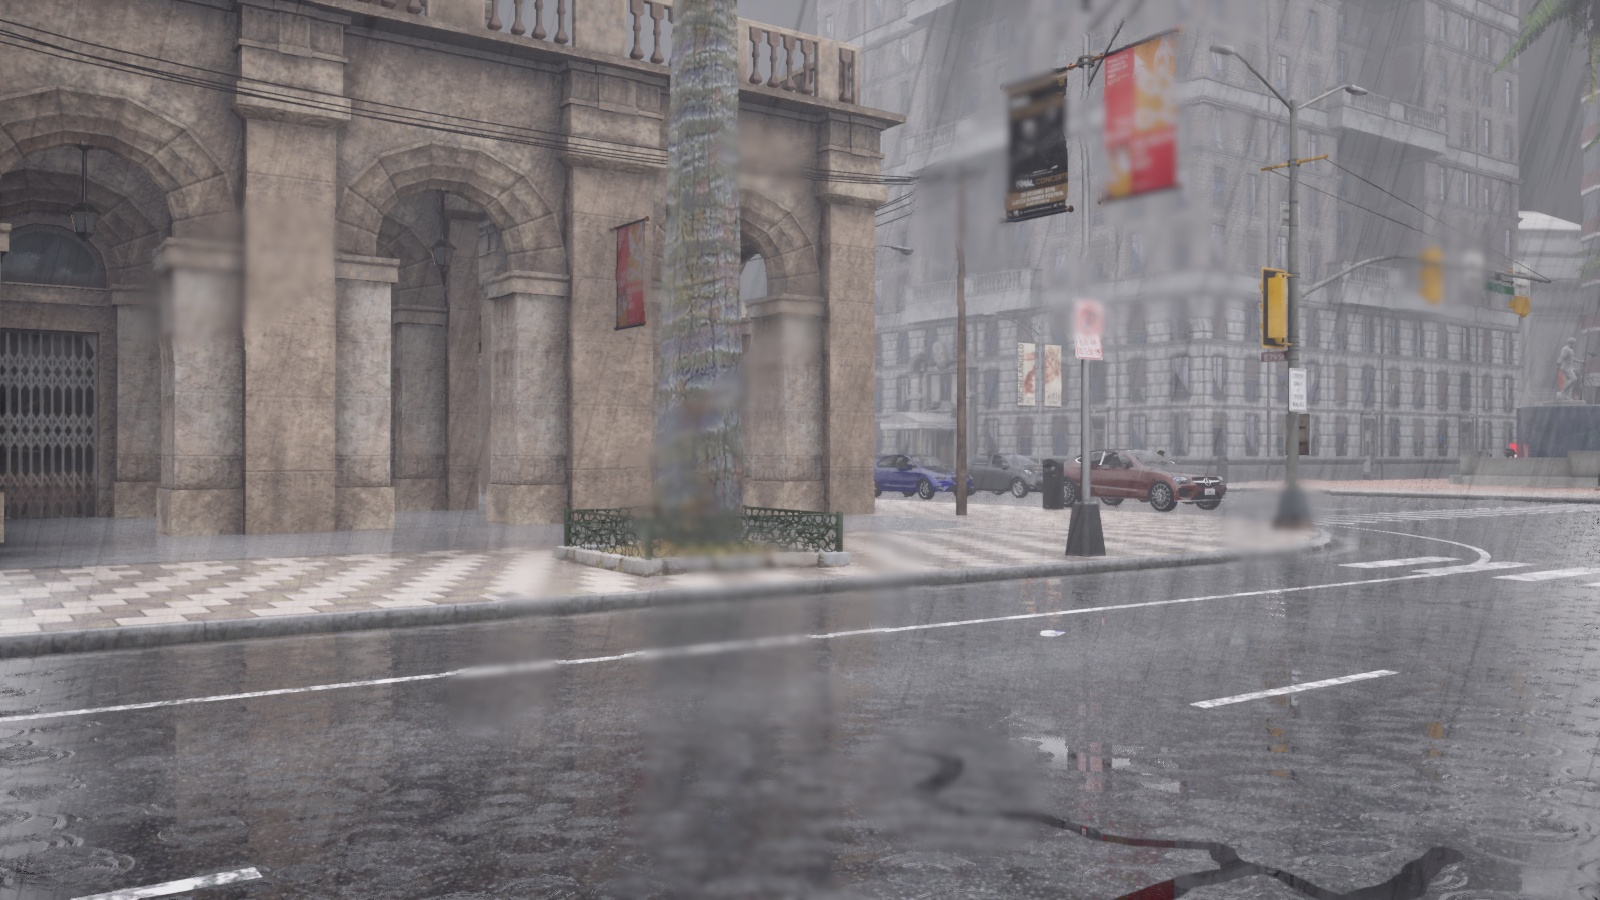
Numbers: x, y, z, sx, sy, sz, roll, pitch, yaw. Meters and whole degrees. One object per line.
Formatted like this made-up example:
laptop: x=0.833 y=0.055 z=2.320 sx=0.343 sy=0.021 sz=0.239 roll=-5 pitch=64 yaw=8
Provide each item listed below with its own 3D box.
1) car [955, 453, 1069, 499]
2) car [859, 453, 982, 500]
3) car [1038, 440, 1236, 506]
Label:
car: x=7.234 y=0.849 z=43.140 sx=1.845 sy=1.501 sz=3.633 roll=0 pitch=0 yaw=-35
car: x=3.948 y=0.852 z=41.834 sx=1.816 sy=1.474 sz=4.193 roll=0 pitch=0 yaw=-34
car: x=9.144 y=0.588 z=34.468 sx=2.152 sy=1.651 sz=5.027 roll=0 pitch=0 yaw=-35
